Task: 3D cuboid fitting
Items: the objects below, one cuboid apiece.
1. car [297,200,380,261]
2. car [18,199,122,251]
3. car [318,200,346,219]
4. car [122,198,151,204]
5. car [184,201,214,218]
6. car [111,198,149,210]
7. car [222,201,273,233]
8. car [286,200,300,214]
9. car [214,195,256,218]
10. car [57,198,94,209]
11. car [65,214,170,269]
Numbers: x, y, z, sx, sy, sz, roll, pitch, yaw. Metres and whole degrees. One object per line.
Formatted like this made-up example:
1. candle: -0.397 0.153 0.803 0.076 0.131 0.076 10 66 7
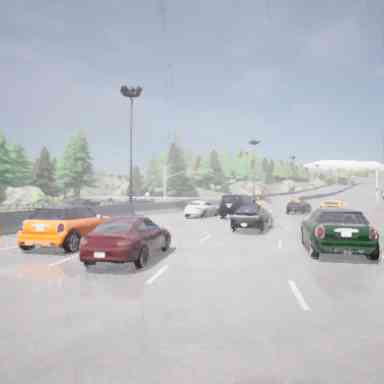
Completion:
1. car: 5.420 1.374 12.699 2.097 1.767 4.553 0 0 13
2. car: -5.010 1.340 14.014 2.097 1.767 4.553 0 0 12
3. car: 13.026 1.531 30.761 1.882 1.535 5.008 0 0 29
4. car: -6.124 1.558 39.908 1.994 1.385 4.181 0 0 29
5. car: 0.904 1.539 30.262 1.812 1.442 4.674 0 0 26
6. car: -8.034 1.537 43.660 2.033 1.411 5.357 0 0 30
7. car: 3.665 1.516 19.884 2.128 1.511 4.902 0 0 22
8. car: 11.409 1.545 35.400 2.128 1.511 4.902 0 0 30
9. car: 4.186 1.245 29.103 2.150 2.045 5.566 0 0 27
10. car: -15.548 1.490 44.560 1.812 1.442 4.674 0 0 29
11. car: -2.070 1.523 11.192 1.812 1.442 4.674 0 0 10
